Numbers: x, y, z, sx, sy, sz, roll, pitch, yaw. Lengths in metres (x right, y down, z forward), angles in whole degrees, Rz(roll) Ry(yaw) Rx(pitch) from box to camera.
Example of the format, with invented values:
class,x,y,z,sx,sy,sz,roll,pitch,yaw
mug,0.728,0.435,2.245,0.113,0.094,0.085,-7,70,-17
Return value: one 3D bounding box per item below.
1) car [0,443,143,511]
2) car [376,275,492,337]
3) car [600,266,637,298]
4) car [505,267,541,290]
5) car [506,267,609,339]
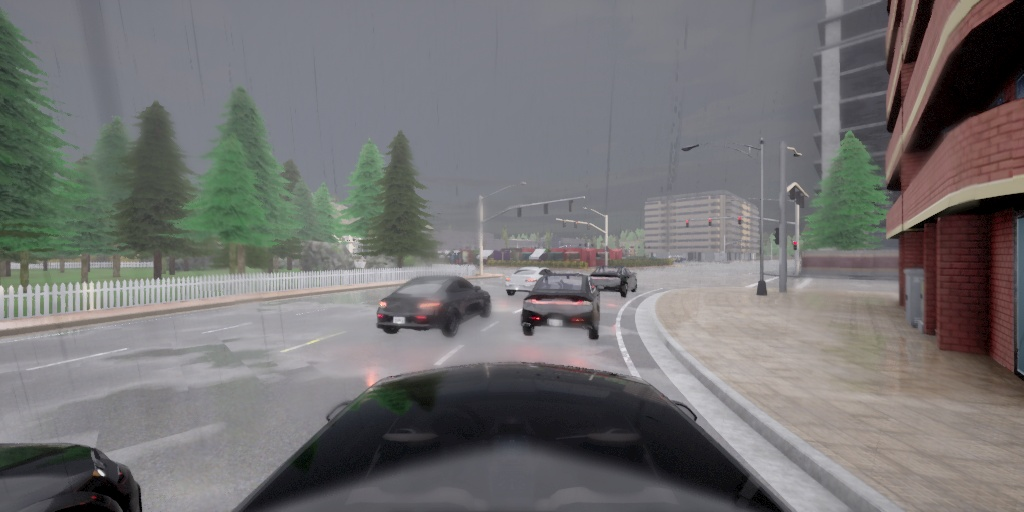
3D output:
class,x,y,z,sx,sy,sz,roll,pitch,yaw
car,-3.170,1.314,0.387,1.994,1.385,4.181,0,0,-2
car,-1.999,1.276,10.294,1.812,1.442,4.674,0,0,13
car,5.320,1.242,18.788,2.128,1.511,4.902,0,0,28
car,1.243,1.276,18.796,1.812,1.442,4.674,0,0,26
car,1.549,1.242,10.167,2.128,1.511,4.902,0,0,14
